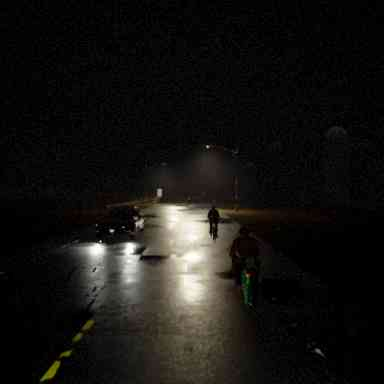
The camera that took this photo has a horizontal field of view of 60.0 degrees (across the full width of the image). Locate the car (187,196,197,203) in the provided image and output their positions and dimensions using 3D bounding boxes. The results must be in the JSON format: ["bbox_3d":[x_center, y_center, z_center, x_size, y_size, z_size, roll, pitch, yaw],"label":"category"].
[{"bbox_3d":[0.031,1.691,77.086,2.128,1.511,4.902,0,0,0],"label":"car"}]

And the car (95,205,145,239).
[{"bbox_3d":[-3.592,1.488,17.318,1.837,1.490,4.892,0,0,0],"label":"car"}]

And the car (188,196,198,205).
[{"bbox_3d":[0.116,1.592,62.138,1.837,1.490,4.892,0,0,0],"label":"car"}]

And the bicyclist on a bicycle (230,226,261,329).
[{"bbox_3d":[0.967,1.449,5.996,0.582,1.620,1.656,0,0,0],"label":"bicyclist on a bicycle"}]

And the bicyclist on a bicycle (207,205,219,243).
[{"bbox_3d":[0.970,1.439,14.963,0.582,1.620,1.656,0,0,0],"label":"bicyclist on a bicycle"}]
